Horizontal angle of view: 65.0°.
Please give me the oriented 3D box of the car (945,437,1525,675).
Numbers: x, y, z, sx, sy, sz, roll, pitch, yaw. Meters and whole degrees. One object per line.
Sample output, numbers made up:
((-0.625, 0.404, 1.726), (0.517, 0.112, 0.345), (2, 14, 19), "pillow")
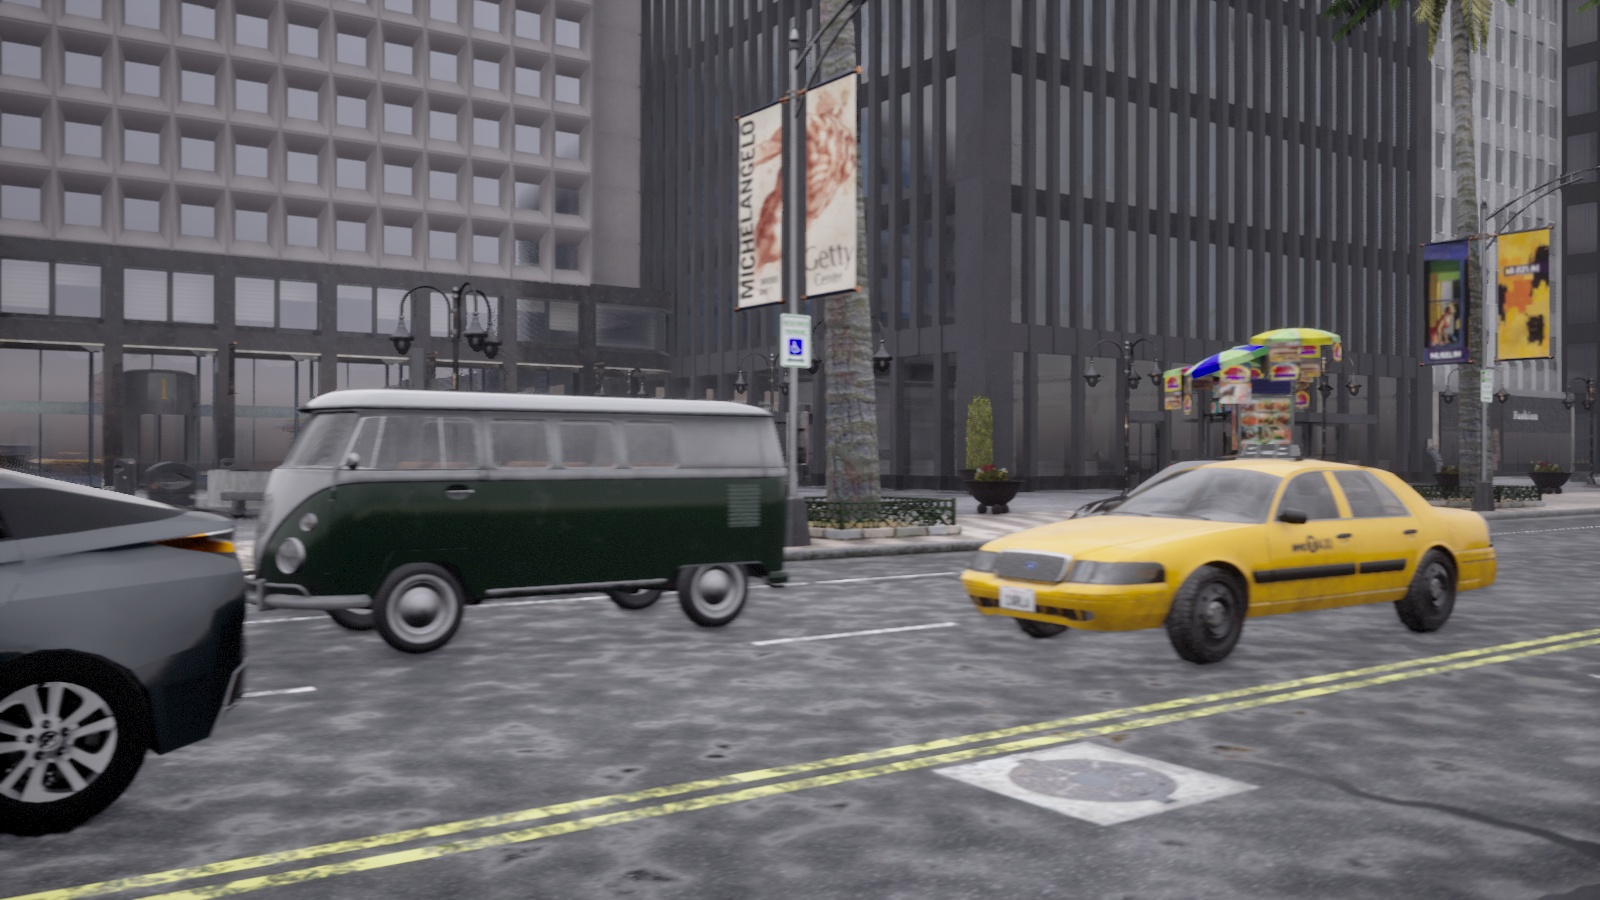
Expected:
((3.847, 0.702, 10.577), (5.366, 1.575, 1.801), (0, 0, -35), "car")

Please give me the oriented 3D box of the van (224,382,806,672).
((-2.283, 0.528, 10.595), (4.442, 1.987, 1.775), (0, 0, -35), "van")

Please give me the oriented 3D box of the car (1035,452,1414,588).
((5.480, 0.772, 15.989), (4.792, 1.488, 2.163), (0, 0, -35), "car")

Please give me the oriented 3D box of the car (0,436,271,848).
((-4.608, 0.713, 4.716), (4.514, 1.525, 2.007), (0, 0, -35), "car")
